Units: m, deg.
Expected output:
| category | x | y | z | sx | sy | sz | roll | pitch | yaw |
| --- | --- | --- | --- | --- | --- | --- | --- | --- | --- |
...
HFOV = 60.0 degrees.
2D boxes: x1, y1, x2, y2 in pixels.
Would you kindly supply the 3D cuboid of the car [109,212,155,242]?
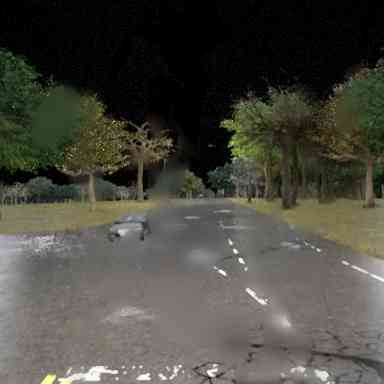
| category | x | y | z | sx | sy | sz | roll | pitch | yaw |
| --- | --- | --- | --- | --- | --- | --- | --- | --- | --- |
| car | -3.253 | 1.879 | 18.720 | 2.128 | 1.511 | 4.902 | -1 | -1 | 2 |
